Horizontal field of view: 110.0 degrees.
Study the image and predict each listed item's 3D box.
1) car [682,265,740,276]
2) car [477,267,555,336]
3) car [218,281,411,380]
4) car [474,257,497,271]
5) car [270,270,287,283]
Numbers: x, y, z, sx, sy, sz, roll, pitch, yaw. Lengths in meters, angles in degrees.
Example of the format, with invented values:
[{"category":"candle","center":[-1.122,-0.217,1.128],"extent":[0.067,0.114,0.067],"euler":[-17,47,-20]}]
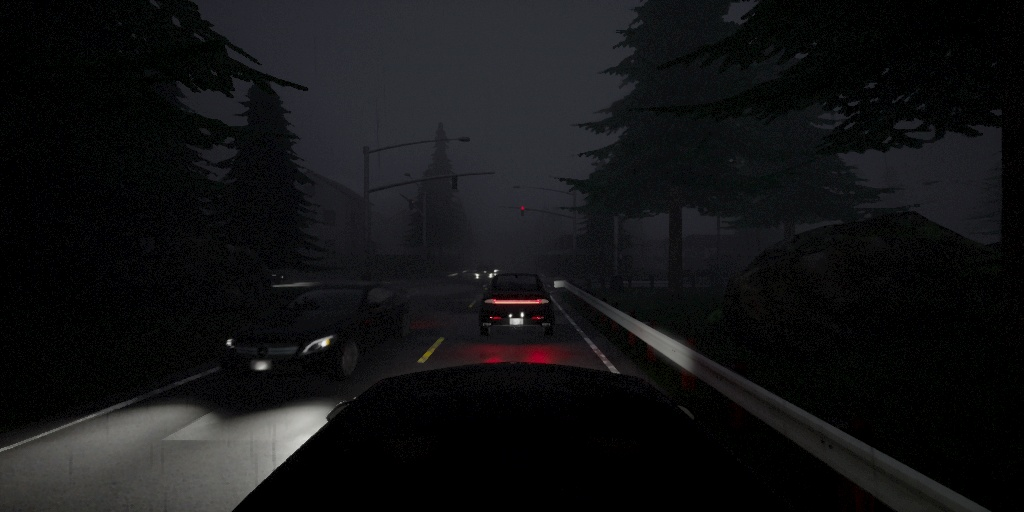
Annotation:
[{"category":"car","center":[15.550,1.336,28.461],"extent":[4.718,1.301,1.895],"euler":[0,0,1]},{"category":"car","center":[0.134,1.242,10.395],"extent":[2.128,1.511,4.902],"euler":[0,0,1]},{"category":"car","center":[-3.488,1.276,7.394],"extent":[1.812,1.442,4.674],"euler":[0,0,1]},{"category":"car","center":[-3.224,1.227,44.079],"extent":[1.882,1.535,5.008],"euler":[0,0,1]},{"category":"car","center":[-18.605,1.239,25.329],"extent":[4.892,1.490,1.837],"euler":[0,0,1]}]
